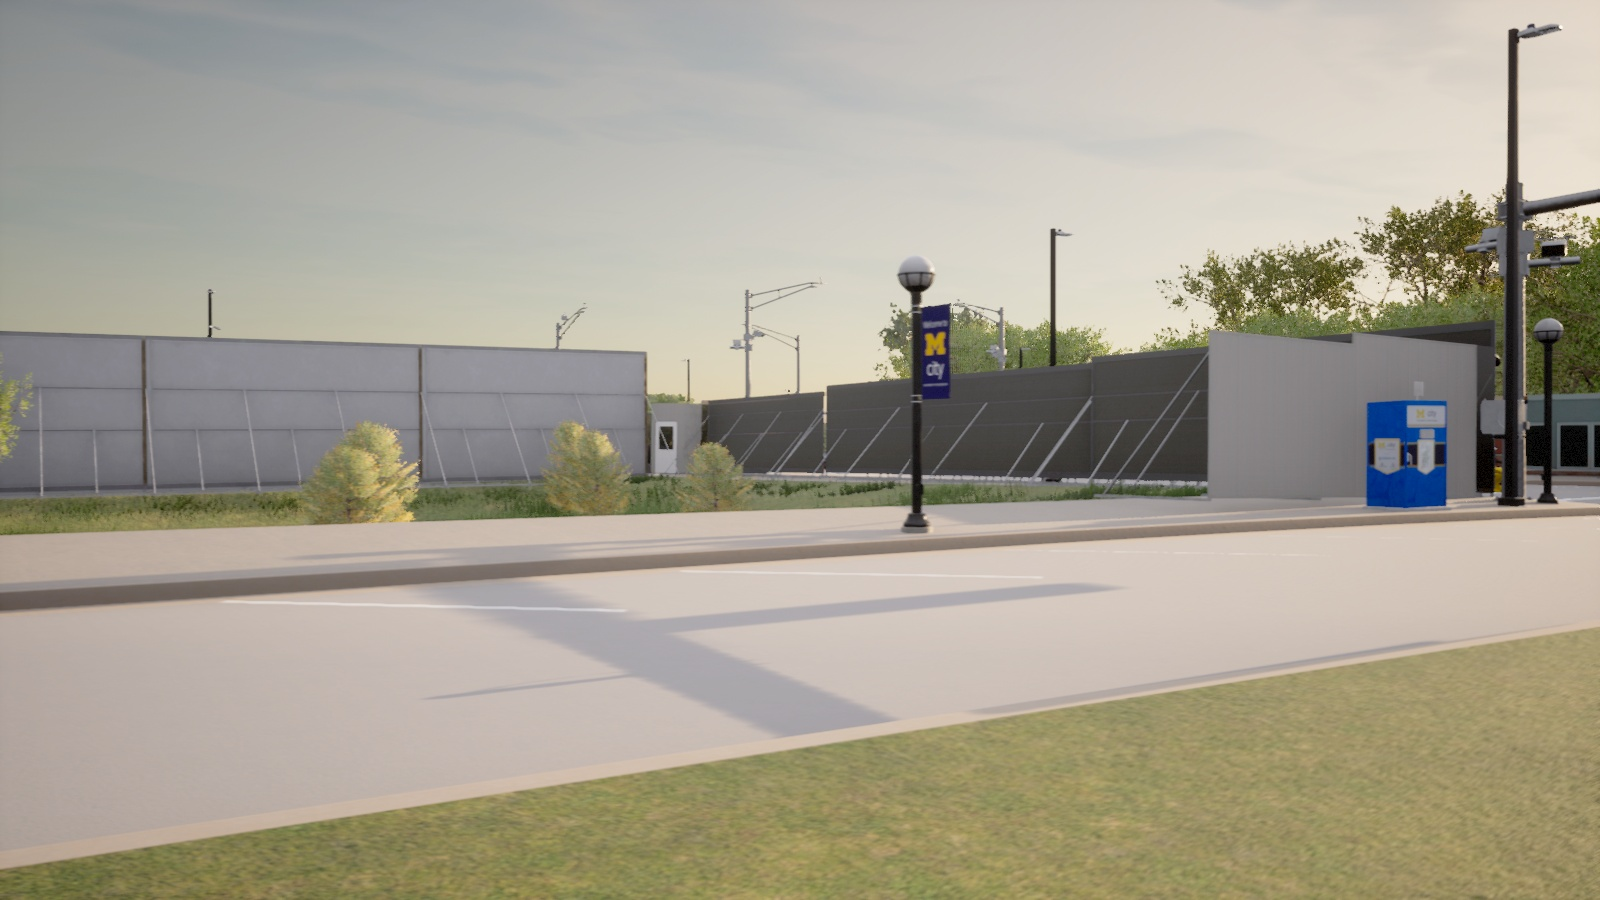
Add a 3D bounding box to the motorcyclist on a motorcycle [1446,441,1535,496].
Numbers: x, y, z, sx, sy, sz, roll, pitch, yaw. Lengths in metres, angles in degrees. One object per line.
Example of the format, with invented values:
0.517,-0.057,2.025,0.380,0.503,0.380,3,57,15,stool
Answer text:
19.519,0.533,35.530,0.797,1.523,2.044,-1,-1,-30,motorcyclist on a motorcycle
